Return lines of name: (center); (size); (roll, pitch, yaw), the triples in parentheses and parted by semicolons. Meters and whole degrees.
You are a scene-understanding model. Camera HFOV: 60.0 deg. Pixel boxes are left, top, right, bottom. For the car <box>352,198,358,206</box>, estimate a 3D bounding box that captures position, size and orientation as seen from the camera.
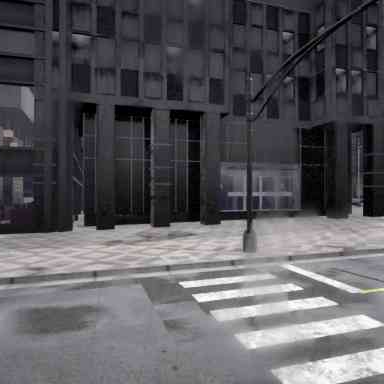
car: (22.537, 1.318, 49.292); (1.994, 1.385, 4.181); (0, -1, -16)
